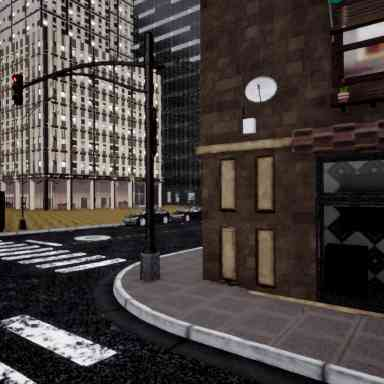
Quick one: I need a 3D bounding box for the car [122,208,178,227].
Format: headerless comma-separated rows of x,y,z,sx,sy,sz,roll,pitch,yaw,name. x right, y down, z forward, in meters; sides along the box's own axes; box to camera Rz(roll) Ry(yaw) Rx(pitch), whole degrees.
-3.481,1.893,25.922,2.008,1.369,4.403,-2,-2,35,car

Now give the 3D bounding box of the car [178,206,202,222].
-0.272,1.975,30.474,2.008,1.369,4.403,-2,-2,35,car
